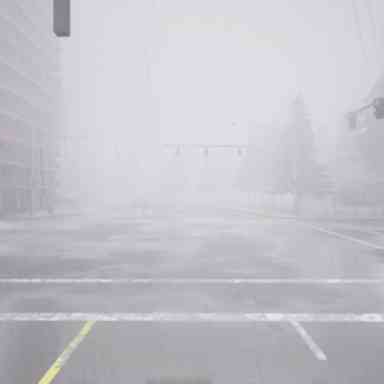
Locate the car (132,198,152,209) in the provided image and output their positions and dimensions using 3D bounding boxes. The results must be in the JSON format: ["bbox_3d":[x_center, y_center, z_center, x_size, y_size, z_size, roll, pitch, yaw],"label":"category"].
[{"bbox_3d":[-6.951,1.538,45.522,1.812,1.442,4.674,0,1,-25],"label":"car"}]

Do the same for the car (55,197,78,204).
[{"bbox_3d":[-23.870,1.545,63.060,4.718,1.301,1.895,0,0,24],"label":"car"}]
